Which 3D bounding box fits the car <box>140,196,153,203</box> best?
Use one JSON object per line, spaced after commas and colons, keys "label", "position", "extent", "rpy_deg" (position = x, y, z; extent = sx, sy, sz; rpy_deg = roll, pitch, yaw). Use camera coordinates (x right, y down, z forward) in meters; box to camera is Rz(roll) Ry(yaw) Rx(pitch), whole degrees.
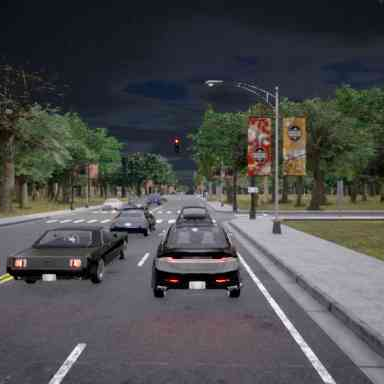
{"label": "car", "position": [-9.619, 1.586, 71.119], "extent": [2.128, 1.511, 4.902], "rpy_deg": [0, 0, 0]}

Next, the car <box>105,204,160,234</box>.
{"label": "car", "position": [-3.137, 1.570, 18.334], "extent": [1.994, 1.385, 4.181], "rpy_deg": [0, 0, 0]}

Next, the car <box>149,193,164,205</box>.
{"label": "car", "position": [-6.488, 1.260, 57.317], "extent": [2.150, 2.045, 5.566], "rpy_deg": [0, 0, 0]}

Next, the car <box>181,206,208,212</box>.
{"label": "car", "position": [0.115, 1.511, 17.932], "extent": [1.837, 1.490, 4.892], "rpy_deg": [0, 0, 0]}

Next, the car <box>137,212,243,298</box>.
{"label": "car", "position": [0.107, 1.493, 8.513], "extent": [2.128, 1.511, 4.902], "rpy_deg": [0, 0, 0]}

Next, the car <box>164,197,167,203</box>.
{"label": "car", "position": [-6.368, 1.656, 71.547], "extent": [1.895, 1.301, 4.718], "rpy_deg": [0, 0, 0]}

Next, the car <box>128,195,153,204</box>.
{"label": "car", "position": [-6.315, 1.517, 40.951], "extent": [2.128, 1.511, 4.902], "rpy_deg": [0, 0, -4]}

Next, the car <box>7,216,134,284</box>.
{"label": "car", "position": [-3.139, 1.603, 9.579], "extent": [1.895, 1.301, 4.718], "rpy_deg": [0, 0, 0]}

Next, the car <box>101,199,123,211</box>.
{"label": "car", "position": [-9.773, 1.551, 41.061], "extent": [1.812, 1.442, 4.674], "rpy_deg": [0, 0, 0]}

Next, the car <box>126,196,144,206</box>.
{"label": "car", "position": [-9.726, 1.533, 56.989], "extent": [2.128, 1.511, 4.902], "rpy_deg": [0, 0, 0]}
